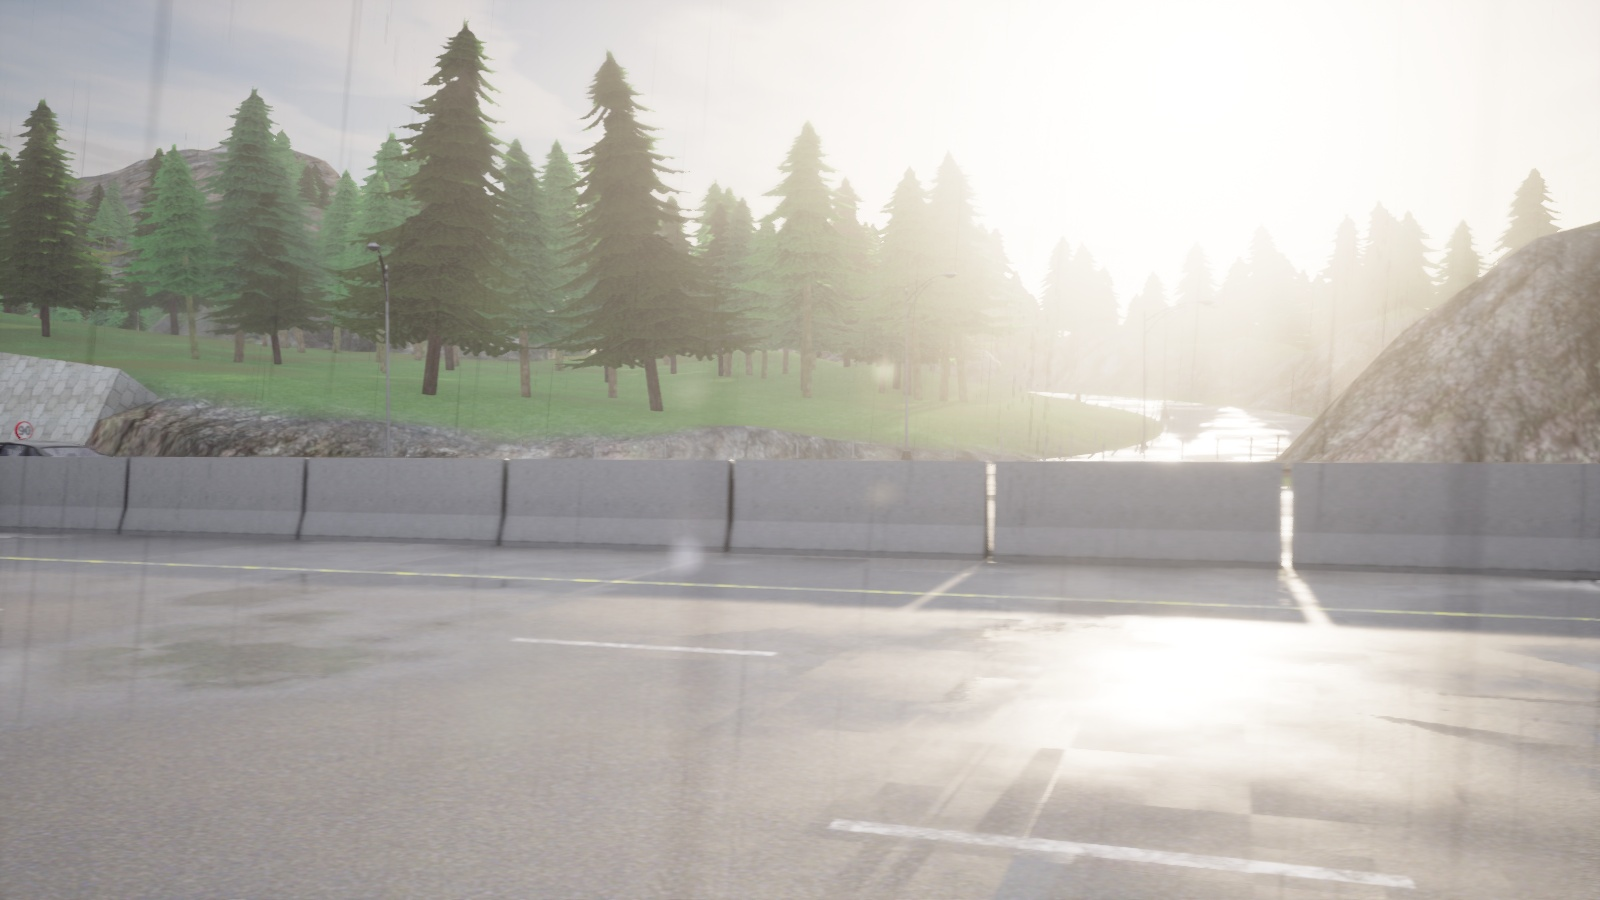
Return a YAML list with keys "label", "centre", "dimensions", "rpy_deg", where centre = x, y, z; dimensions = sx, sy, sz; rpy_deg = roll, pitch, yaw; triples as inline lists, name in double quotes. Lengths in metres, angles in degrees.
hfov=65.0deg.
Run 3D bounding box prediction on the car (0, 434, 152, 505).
- label: "car"
  centre: [-17.065, 0.371, 27.397]
  dimensions: [5.357, 1.411, 2.033]
  rpy_deg: [1, 1, 19]
